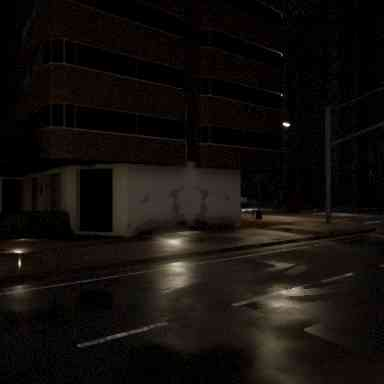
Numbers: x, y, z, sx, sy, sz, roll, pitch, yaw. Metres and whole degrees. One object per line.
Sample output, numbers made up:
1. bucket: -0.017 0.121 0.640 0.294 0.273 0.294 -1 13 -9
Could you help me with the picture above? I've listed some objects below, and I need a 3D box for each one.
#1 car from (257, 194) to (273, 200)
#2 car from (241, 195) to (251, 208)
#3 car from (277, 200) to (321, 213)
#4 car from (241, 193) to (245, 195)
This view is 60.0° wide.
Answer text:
1. car: 18.063 1.300 81.186 4.553 1.767 2.097 0 0 -35
2. car: 5.772 1.547 46.216 2.033 1.411 5.357 0 0 -36
3. car: 12.021 1.601 37.578 1.895 1.301 4.718 0 0 -36
4. car: 6.158 1.222 51.964 2.150 2.045 5.566 0 0 -36
